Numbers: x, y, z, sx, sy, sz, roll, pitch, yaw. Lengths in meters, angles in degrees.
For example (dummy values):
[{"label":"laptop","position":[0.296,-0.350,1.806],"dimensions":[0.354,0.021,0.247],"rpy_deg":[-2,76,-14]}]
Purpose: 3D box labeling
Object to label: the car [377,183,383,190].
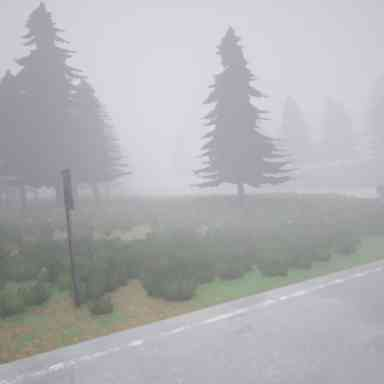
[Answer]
[{"label":"car","position":[15.006,-0.185,23.434],"dimensions":[1.882,1.535,5.008],"rpy_deg":[-4,3,2]}]
